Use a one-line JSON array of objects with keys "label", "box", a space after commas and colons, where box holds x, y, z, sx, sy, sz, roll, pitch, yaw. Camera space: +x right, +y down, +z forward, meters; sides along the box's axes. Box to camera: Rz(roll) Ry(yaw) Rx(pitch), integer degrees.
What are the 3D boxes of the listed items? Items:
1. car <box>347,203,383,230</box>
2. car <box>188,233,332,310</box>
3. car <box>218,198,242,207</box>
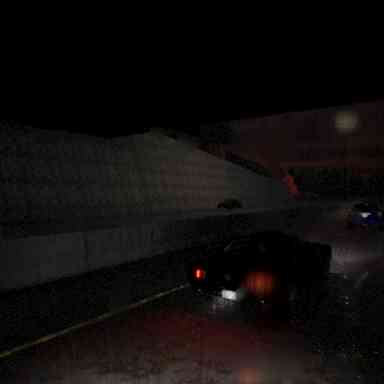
[{"label": "car", "box": [11.985, 1.516, 22.495, 2.097, 1.767, 4.553, 0, -1, 35]}, {"label": "car", "box": [1.970, 1.661, 8.081, 1.895, 1.301, 4.718, 0, -1, 35]}, {"label": "car", "box": [5.026, 1.561, 43.326, 1.812, 1.442, 4.674, 0, -1, 35]}]
